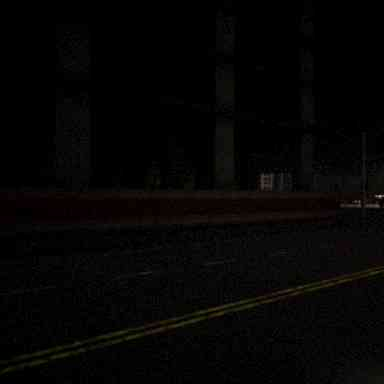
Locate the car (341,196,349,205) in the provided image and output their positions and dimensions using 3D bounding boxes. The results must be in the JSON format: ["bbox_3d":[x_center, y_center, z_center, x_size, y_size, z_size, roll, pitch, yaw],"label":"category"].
[{"bbox_3d":[33.134,2.010,71.050,3.905,1.438,1.784,1,0,-35],"label":"car"}]

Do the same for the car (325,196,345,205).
[{"bbox_3d":[31.543,1.799,73.212,4.605,1.855,1.932,1,0,-35],"label":"car"}]

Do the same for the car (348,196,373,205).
[{"bbox_3d":[34.807,2.042,68.687,3.806,1.475,1.970,1,0,-35],"label":"car"}]

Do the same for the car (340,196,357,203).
[{"bbox_3d":[40.623,1.942,86.448,4.605,1.855,1.932,1,0,-35],"label":"car"}]
